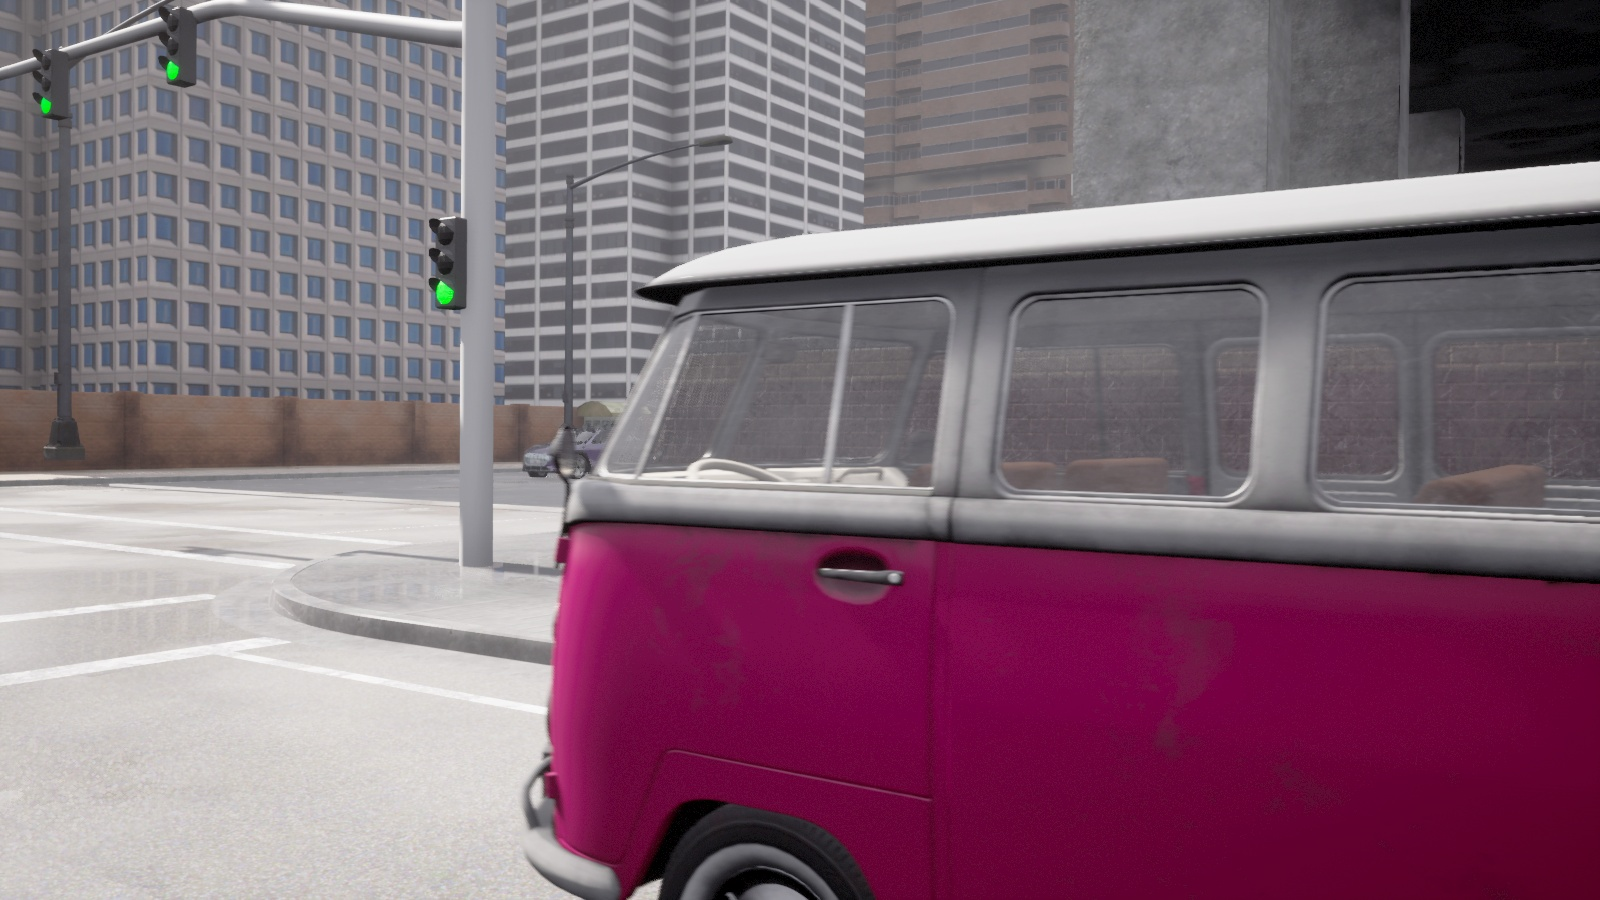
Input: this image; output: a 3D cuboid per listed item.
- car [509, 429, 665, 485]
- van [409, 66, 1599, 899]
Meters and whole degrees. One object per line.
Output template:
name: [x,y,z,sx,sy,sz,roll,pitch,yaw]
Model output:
car: [-6.636,0.180,39.642,2.033,1.649,4.856,0,1,34]
van: [1.355,0.435,2.718,4.442,1.987,1.775,0,1,34]
